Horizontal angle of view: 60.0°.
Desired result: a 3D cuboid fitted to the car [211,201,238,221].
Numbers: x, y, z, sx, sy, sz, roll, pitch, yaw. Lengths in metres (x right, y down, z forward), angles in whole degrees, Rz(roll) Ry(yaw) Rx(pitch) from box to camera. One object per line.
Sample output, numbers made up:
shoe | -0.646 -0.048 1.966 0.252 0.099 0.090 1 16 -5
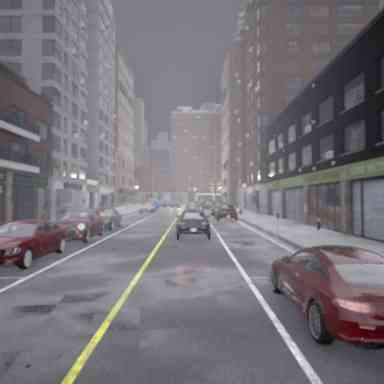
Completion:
car | 3.101 1.849 30.794 1.837 1.490 4.892 0 -1 0

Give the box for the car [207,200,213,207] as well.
car | 3.090 1.936 37.795 1.837 1.490 4.892 0 -1 0

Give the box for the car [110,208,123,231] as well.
car | -5.879 1.808 22.656 2.008 1.369 4.403 1 -1 0

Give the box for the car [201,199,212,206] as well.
car | 2.600 2.146 50.074 2.008 1.369 4.403 1 -1 0

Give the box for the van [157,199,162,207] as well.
van | -5.922 1.946 50.067 1.690 1.788 3.998 1 -1 0

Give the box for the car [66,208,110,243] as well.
car | -5.869 1.634 17.176 1.967 1.590 4.097 1 -1 0

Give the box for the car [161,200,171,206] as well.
car | -5.968 2.548 77.472 1.887 1.381 4.507 1 -1 0

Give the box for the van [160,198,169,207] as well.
van | -5.957 2.263 71.993 1.690 1.788 3.998 1 -1 0

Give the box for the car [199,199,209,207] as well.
car | 2.567 2.353 72.004 1.967 1.590 4.097 0 -1 0

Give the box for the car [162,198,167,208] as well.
car | -5.951 2.407 66.508 1.947 1.339 4.313 1 -1 0

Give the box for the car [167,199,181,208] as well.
car | -3.118 2.277 62.097 1.837 1.490 4.892 0 -1 0

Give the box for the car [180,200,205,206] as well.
car | 0.041 1.982 37.707 2.033 1.411 5.357 0 -1 0

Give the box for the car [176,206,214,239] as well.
car | 0.075 1.732 18.761 1.812 1.442 4.674 0 -1 0

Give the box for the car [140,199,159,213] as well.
car | -5.914 2.053 44.412 1.752 1.417 4.829 1 -1 0

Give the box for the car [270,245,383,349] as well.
car | 2.672 1.645 6.217 1.802 1.307 4.206 1 -1 0

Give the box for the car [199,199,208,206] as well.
car | 2.558 2.435 77.486 1.967 1.590 4.097 0 -1 0

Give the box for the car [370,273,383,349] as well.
car | 2.681 1.533 0.906 1.752 1.417 4.829 1 -1 0

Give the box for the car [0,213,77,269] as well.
car | -5.861 1.676 11.693 1.887 1.381 4.507 1 -1 0
